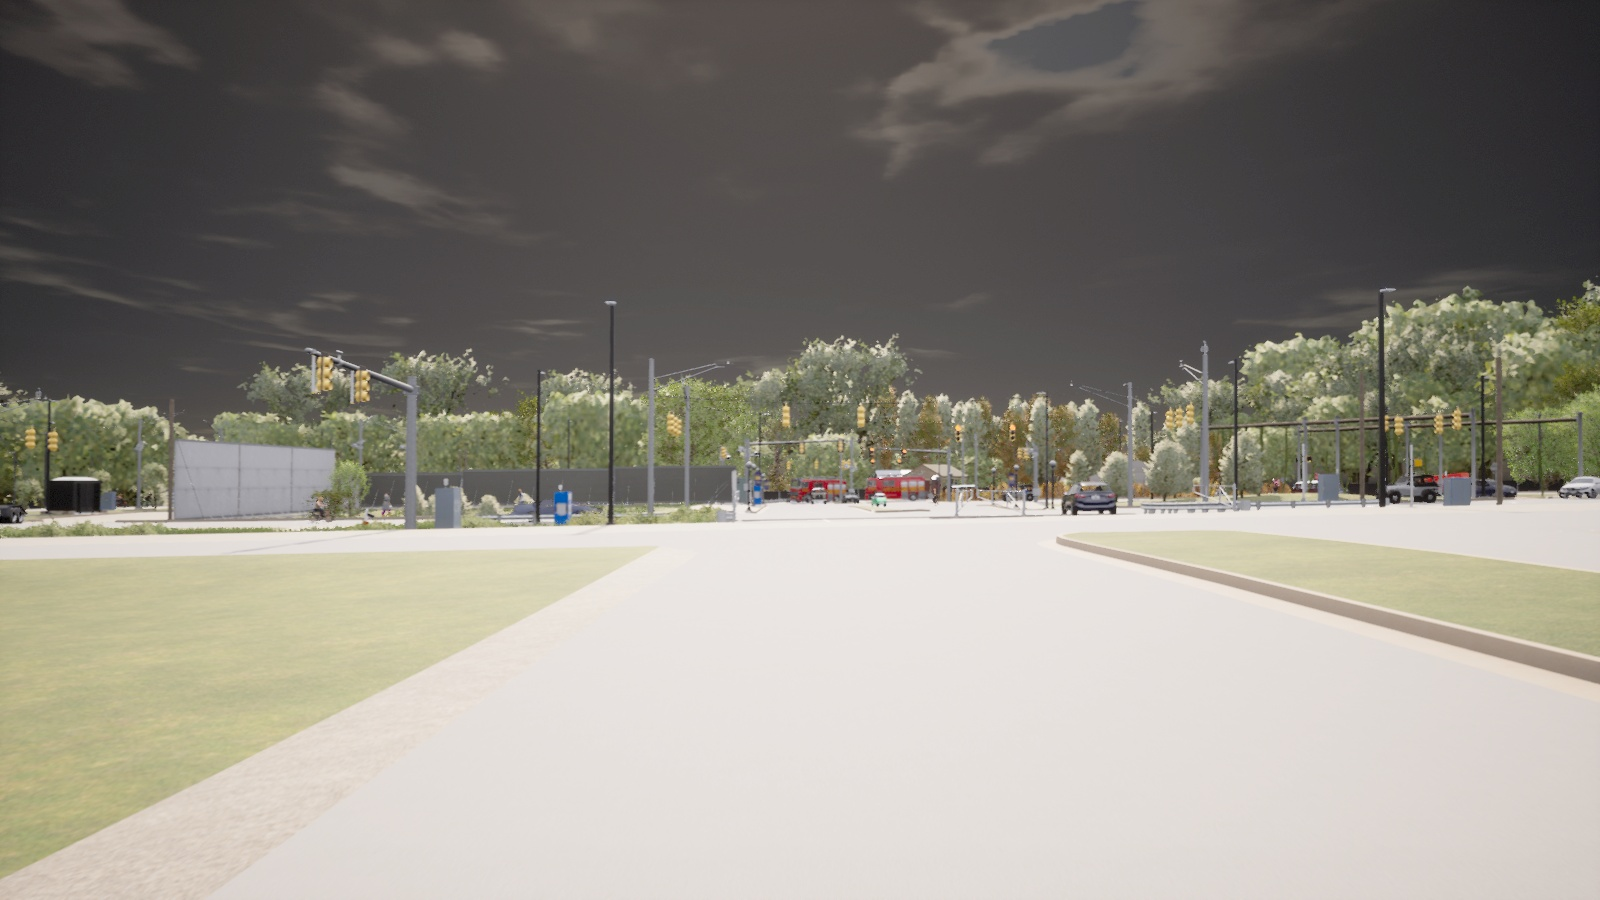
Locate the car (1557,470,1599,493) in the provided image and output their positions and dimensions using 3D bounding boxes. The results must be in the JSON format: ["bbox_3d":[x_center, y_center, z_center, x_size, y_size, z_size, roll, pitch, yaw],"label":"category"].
[{"bbox_3d":[52.096,2.061,83.214,4.674,1.442,1.812,0,-3,-40],"label":"car"}]

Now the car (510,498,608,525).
[{"bbox_3d":[-14.193,3.647,74.197,5.357,1.411,2.033,-1,-1,0],"label":"car"}]

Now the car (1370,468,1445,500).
[{"bbox_3d":[39.524,2.212,81.734,3.866,1.878,1.905,-2,-1,-1],"label":"car"}]

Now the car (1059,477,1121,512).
[{"bbox_3d":[14.667,2.251,63.755,2.242,1.667,4.611,-2,-2,2],"label":"car"}]
